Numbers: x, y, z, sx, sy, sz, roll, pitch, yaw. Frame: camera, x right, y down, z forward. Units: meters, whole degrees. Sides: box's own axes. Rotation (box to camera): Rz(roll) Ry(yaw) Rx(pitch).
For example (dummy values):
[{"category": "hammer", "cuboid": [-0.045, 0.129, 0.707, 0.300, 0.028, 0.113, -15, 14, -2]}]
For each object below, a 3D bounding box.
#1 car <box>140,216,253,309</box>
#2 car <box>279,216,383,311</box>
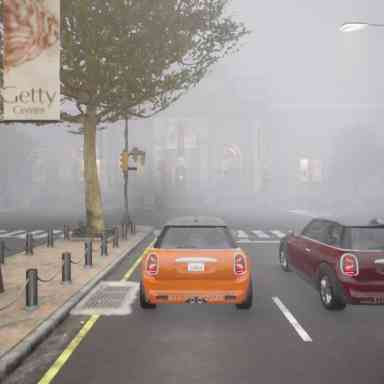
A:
[{"category": "car", "cuboid": [0.086, 1.352, 8.030, 2.097, 1.767, 4.553, 0, 0, 0]}, {"category": "car", "cuboid": [3.585, 1.352, 7.933, 2.097, 1.767, 4.553, 0, 0, 0]}]
